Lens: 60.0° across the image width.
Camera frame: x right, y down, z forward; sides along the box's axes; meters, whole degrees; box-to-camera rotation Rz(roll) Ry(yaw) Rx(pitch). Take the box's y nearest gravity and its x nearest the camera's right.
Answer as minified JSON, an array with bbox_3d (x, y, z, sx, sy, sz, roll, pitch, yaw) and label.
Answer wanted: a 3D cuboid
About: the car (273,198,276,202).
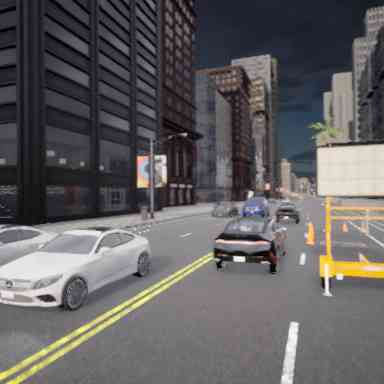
[{"bbox_3d":[17.966,2.066,75.299,1.882,1.535,5.008,-1,-1,20],"label":"car"}]

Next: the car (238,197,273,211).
[{"bbox_3d":[6.587,1.563,34.081,2.150,2.045,5.566,-1,0,20],"label":"car"}]

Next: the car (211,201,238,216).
[{"bbox_3d":[3.525,1.737,35.168,2.097,1.767,4.553,-1,-1,20],"label":"car"}]

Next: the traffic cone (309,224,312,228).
[{"bbox_3d":[6.165,2.104,17.362,0.340,0.580,0.340,-1,-1,20],"label":"traffic cone"}]

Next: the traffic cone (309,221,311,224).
[{"bbox_3d":[6.838,2.120,19.245,0.340,0.580,0.340,-1,-1,20],"label":"traffic cone"}]

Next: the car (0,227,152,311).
[{"bbox_3d":[-2.612,1.647,8.318,1.812,1.442,4.674,-1,-1,20],"label":"car"}]

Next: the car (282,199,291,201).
[{"bbox_3d":[21.017,2.143,74.177,1.895,1.301,4.718,-1,-1,20],"label":"car"}]

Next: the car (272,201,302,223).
[{"bbox_3d":[8.206,1.765,28.350,1.837,1.490,4.892,-1,-1,20],"label":"car"}]

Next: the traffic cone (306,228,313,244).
[{"bbox_3d":[5.493,2.088,15.478,0.340,0.580,0.340,-1,-1,20],"label":"traffic cone"}]

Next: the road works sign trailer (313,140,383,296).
[{"bbox_3d":[4.425,0.524,8.440,2.380,3.560,2.880,-1,-1,20],"label":"road works sign trailer"}]

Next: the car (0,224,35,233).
[{"bbox_3d":[-5.673,1.687,9.376,1.812,1.442,4.674,-1,-1,20],"label":"car"}]

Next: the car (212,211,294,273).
[{"bbox_3d":[2.087,1.604,11.218,2.128,1.511,4.902,-1,-1,20],"label":"car"}]
